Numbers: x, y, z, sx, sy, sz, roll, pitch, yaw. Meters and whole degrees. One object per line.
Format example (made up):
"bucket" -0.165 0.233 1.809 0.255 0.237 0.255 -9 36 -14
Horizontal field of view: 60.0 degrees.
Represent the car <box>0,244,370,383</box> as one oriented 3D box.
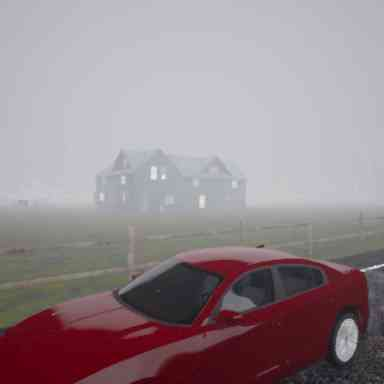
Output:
"car" 0.328 1.506 4.255 5.008 1.535 1.882 0 -1 -37
